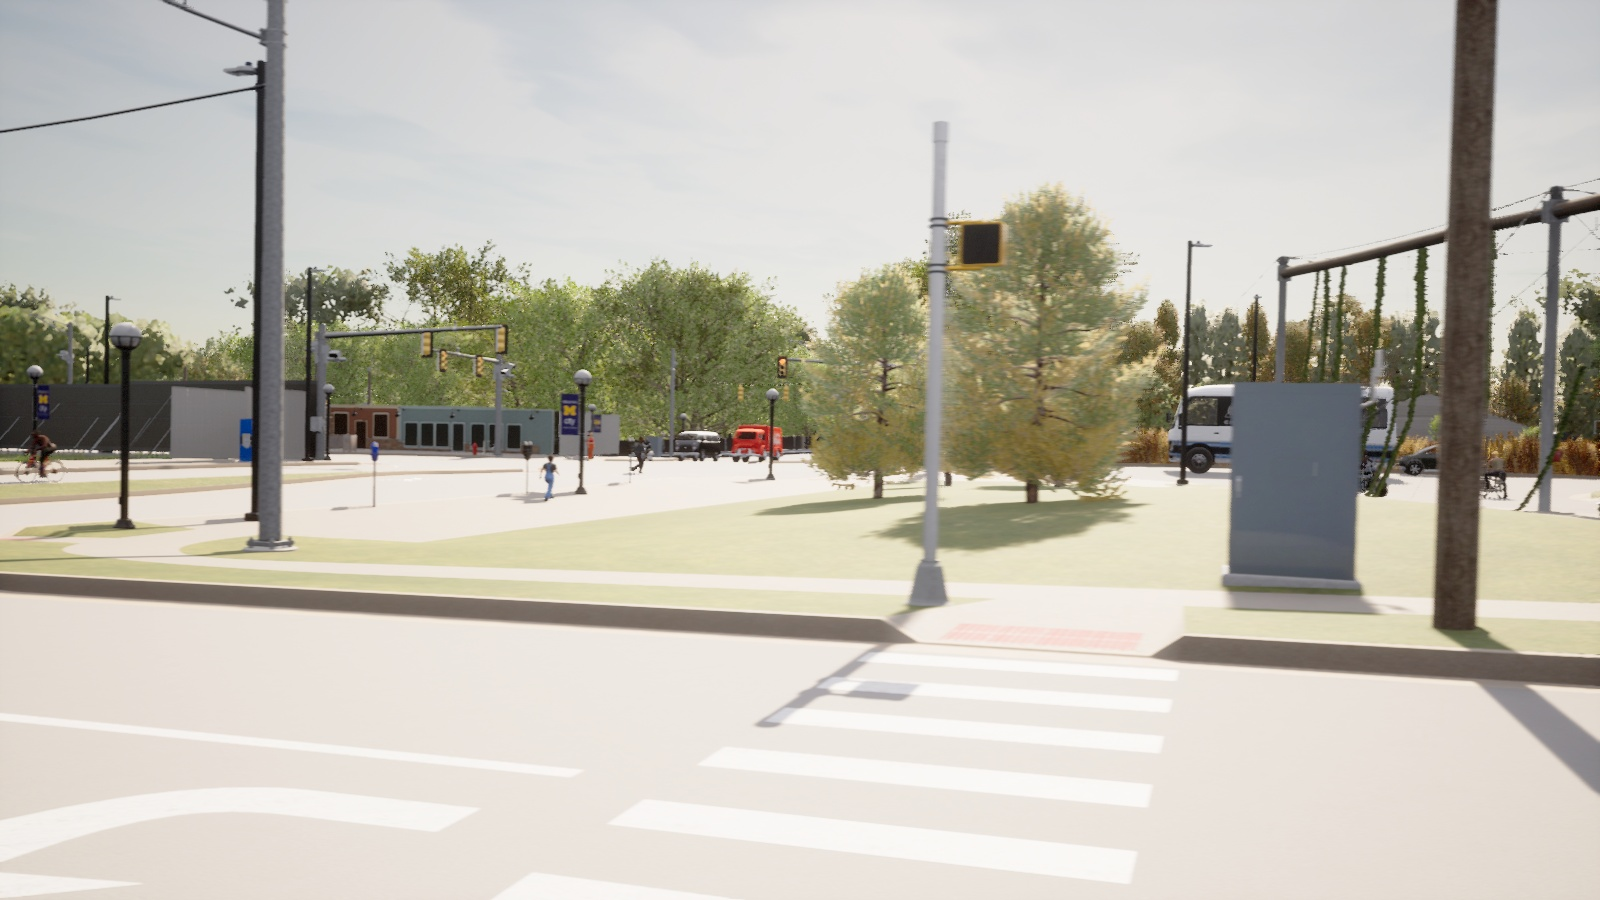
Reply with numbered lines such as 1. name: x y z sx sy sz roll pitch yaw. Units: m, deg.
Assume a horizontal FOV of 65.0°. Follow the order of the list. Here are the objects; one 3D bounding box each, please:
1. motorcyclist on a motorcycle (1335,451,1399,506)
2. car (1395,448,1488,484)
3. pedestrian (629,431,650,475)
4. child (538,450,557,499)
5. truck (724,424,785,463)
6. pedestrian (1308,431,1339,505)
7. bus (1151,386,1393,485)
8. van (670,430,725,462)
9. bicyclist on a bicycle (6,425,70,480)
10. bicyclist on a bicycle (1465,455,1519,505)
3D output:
1. motorcyclist on a motorcycle: 17.987 0.869 39.907 0.766 1.649 2.350 2 0 -4
2. car: 30.861 0.730 60.531 3.705 1.549 1.789 2 1 18
3. pedestrian: -7.375 0.127 57.641 0.788 1.949 0.423 2 2 22
4. child: -6.666 0.643 33.180 0.270 1.263 0.437 2 2 19
5. truck: -2.957 -0.400 83.564 2.627 2.467 5.204 2 -1 15
6. pedestrian: 13.420 0.452 32.214 0.376 1.854 0.720 2 1 -5
7. bus: 22.169 -0.786 59.627 10.273 4.253 3.944 2 2 19
8. van: -6.807 -0.267 83.923 2.069 2.038 4.480 0 -1 18
9. bicyclist on a bicycle: -23.109 0.047 38.116 0.582 1.620 1.656 2 1 19
10. bicyclist on a bicycle: 23.106 0.986 41.944 0.866 1.612 1.509 2 0 -4
